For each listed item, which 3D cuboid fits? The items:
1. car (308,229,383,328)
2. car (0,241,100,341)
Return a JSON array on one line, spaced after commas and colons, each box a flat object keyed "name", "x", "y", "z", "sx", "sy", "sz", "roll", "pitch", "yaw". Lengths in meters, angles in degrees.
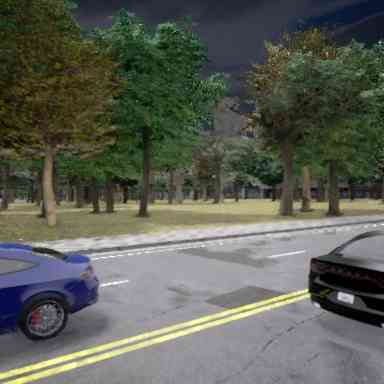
[{"name": "car", "x": 4.387, "y": 1.474, "z": 6.566, "sx": 5.008, "sy": 1.535, "sz": 1.882, "roll": 0, "pitch": 0, "yaw": -35}, {"name": "car", "x": -3.767, "y": 1.526, "z": 4.990, "sx": 4.674, "sy": 1.442, "sz": 1.812, "roll": 0, "pitch": 0, "yaw": -35}]
